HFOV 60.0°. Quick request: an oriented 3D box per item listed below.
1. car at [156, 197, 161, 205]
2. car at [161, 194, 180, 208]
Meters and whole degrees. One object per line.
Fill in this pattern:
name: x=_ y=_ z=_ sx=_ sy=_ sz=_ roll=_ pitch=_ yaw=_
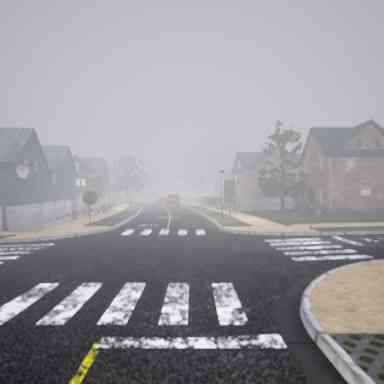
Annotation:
car: x=-6.161 y=1.818 z=68.310 sx=1.882 sy=1.535 sz=5.008 roll=0 pitch=-1 yaw=-14
car: x=-3.234 y=1.405 z=53.263 sx=2.150 sy=2.045 sz=5.566 roll=0 pitch=-1 yaw=-9
